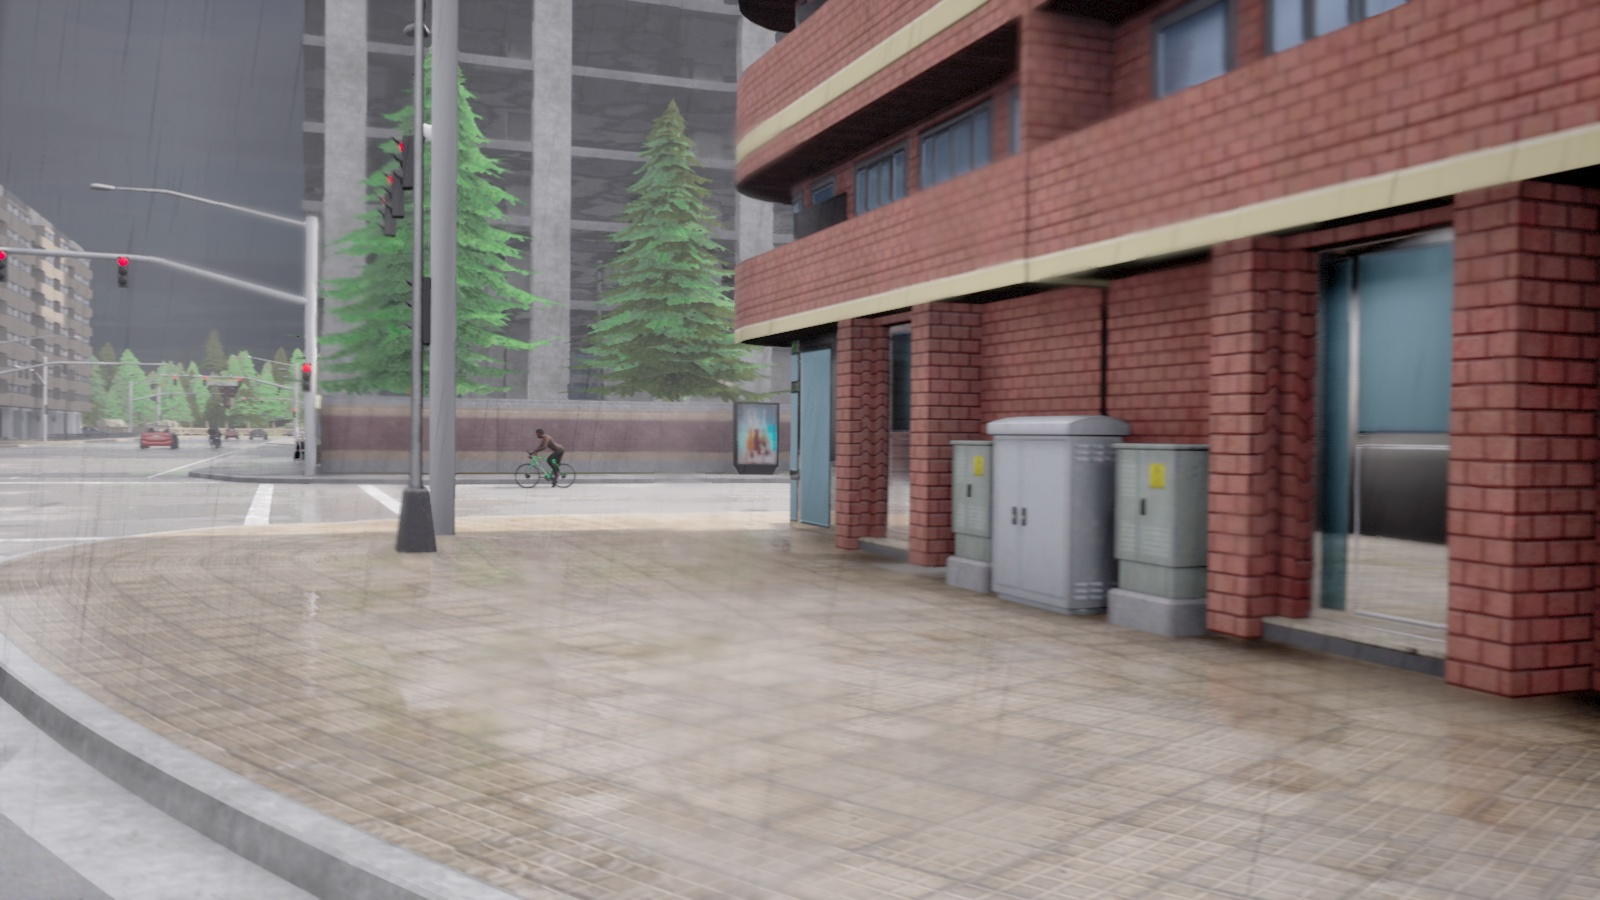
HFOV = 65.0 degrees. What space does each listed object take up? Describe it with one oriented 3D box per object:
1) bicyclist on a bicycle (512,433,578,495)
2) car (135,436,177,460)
[{"bbox_3d":[-6.893,0.369,33.945,1.656,1.620,0.582,-1,1,-21],"label":"bicyclist on a bicycle"},{"bbox_3d":[-45.342,-0.163,88.493,2.242,1.667,4.611,-1,1,-22],"label":"car"}]
